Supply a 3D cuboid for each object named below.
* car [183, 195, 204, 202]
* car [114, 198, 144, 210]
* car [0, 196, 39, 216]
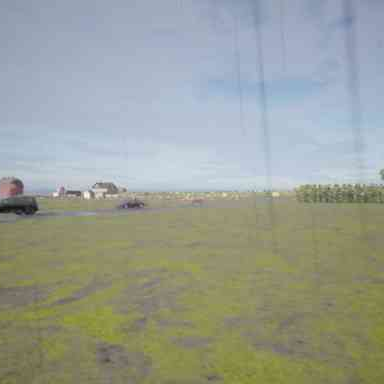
[{"bbox_3d":[0.297,1.252,59.966,2.097,1.767,4.553,0,0,34],"label":"car"},{"bbox_3d":[-8.744,1.683,46.644,1.837,1.490,4.892,0,0,34],"label":"car"},{"bbox_3d":[-18.037,1.409,32.785,2.150,2.045,5.566,0,0,34],"label":"car"}]
